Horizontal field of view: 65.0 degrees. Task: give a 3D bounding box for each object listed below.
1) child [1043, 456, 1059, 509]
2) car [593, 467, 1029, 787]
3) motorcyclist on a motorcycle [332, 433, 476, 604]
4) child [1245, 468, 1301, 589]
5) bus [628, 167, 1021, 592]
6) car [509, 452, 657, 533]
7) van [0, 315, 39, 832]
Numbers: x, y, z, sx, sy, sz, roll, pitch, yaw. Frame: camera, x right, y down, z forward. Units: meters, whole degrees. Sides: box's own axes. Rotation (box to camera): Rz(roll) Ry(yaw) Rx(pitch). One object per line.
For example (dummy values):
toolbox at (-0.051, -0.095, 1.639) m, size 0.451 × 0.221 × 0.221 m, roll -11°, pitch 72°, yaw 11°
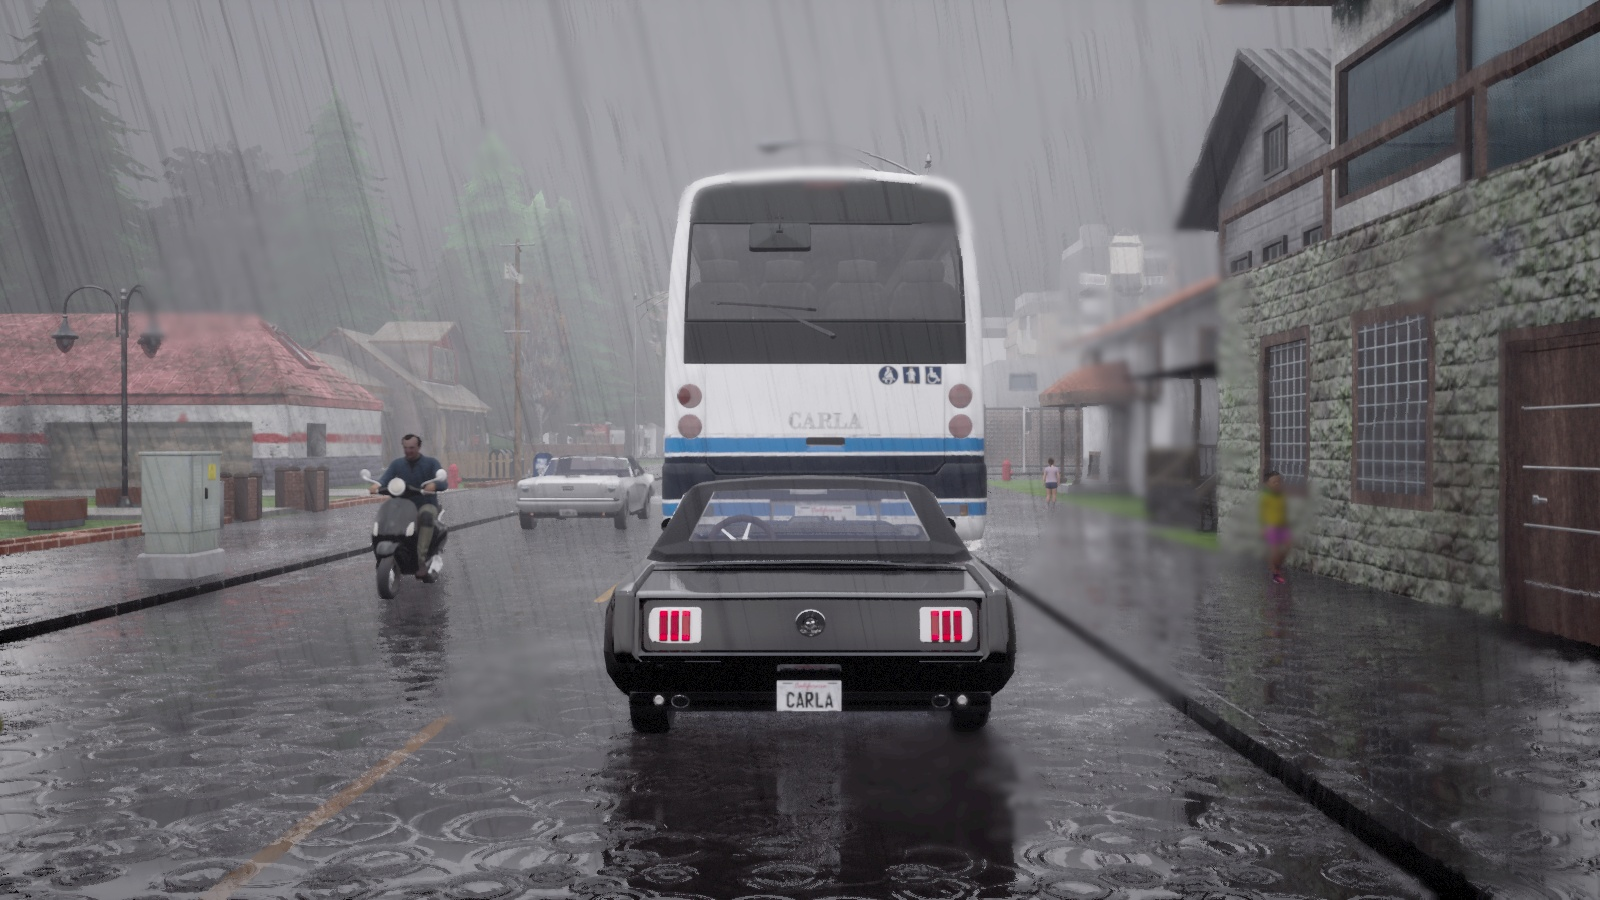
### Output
child at (5.333, 0.690, 26.663) m, size 0.255 × 1.110 × 0.394 m, roll 0°, pitch 0°, yaw 25°
car at (0.053, 0.803, 7.818) m, size 1.895 × 1.301 × 4.718 m, roll 0°, pitch 0°, yaw 0°
motorcyclist on a motorcycle at (-3.925, 0.626, 12.610) m, size 0.866 × 1.590 × 1.817 m, roll 0°, pitch 1°, yaw 0°
child at (4.702, 0.769, 12.503) m, size 0.299 × 1.160 × 0.473 m, roll 0°, pitch 0°, yaw -15°
bus at (0.139, -0.730, 17.748) m, size 3.944 × 4.253 × 10.273 m, roll 0°, pitch 0°, yaw -1°
car at (-3.875, 0.713, 23.214) m, size 1.895 × 1.301 × 4.718 m, roll 0°, pitch 0°, yaw 0°
van at (-3.971, 0.481, 2.853) m, size 1.775 × 1.987 × 4.442 m, roll 0°, pitch 0°, yaw 0°
